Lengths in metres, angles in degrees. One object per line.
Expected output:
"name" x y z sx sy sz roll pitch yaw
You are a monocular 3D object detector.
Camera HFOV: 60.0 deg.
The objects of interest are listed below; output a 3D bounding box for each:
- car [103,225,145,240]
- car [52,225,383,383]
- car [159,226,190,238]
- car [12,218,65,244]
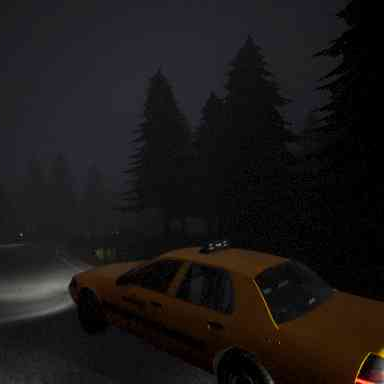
"car" -7.437 4.510 36.976 2.033 1.411 5.357 -4 -8 20
"car" 0.121 1.441 4.753 5.366 1.575 1.801 0 1 43
"car" -2.313 5.543 46.281 1.882 1.535 5.008 -5 -8 30
"car" -12.731 3.230 28.194 2.150 2.045 5.566 -4 -7 6
